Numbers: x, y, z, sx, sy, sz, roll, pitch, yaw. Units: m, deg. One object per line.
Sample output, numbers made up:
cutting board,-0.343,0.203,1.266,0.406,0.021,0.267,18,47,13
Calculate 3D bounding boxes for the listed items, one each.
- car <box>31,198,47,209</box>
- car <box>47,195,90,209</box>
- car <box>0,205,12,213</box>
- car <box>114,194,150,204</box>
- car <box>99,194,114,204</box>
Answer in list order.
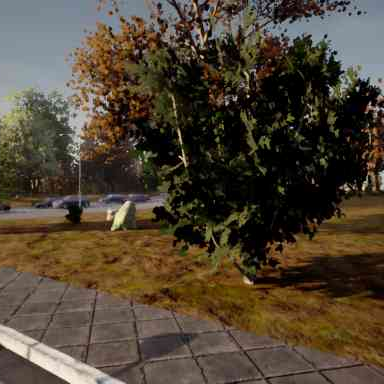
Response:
car,-18.552,1.401,44.433,2.033,1.411,5.357,0,2,39
car,-15.490,1.179,42.650,2.097,1.767,4.553,0,2,39
car,-21.768,1.646,34.901,1.895,1.301,4.718,0,1,39
car,-8.798,0.959,50.900,2.033,1.411,5.357,0,3,39
car,-12.338,1.009,52.076,1.812,1.442,4.674,0,2,39
